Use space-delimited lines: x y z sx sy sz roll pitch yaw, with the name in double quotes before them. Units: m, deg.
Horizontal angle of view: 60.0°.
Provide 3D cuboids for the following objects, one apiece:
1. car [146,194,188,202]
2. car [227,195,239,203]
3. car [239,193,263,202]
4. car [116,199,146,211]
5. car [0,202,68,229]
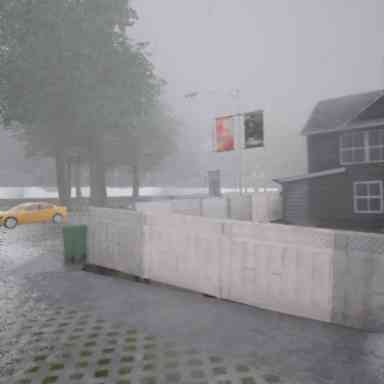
"car" -2.085 1.068 34.038 2.097 1.767 4.553 -2 0 36
"car" 6.809 1.106 51.877 1.895 1.301 4.718 -2 0 36
"car" 9.481 0.941 50.030 1.837 1.490 4.892 -2 -1 36
"car" -5.789 1.410 34.433 1.994 1.385 4.181 -2 0 36
"car" -10.720 1.464 21.964 1.882 1.535 5.008 -2 0 36
